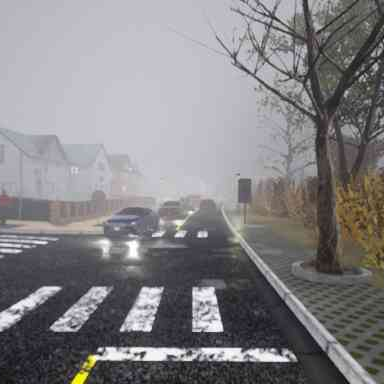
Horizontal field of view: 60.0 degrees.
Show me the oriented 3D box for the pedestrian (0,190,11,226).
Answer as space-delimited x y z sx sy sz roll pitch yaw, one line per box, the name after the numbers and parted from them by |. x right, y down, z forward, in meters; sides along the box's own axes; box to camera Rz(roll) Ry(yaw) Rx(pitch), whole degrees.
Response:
-9.543 0.769 16.887 0.375 1.860 0.375 0 -3 0 | pedestrian

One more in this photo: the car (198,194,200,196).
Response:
0.355 1.396 54.119 2.150 2.045 5.566 0 0 7 | car

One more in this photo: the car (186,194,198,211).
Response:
-0.850 1.446 42.282 2.097 1.767 4.553 0 0 5 | car

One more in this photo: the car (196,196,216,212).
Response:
1.927 1.561 40.447 1.882 1.535 5.008 0 0 5 | car

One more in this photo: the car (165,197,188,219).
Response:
-1.782 1.511 30.178 1.882 1.535 5.008 0 0 4 | car

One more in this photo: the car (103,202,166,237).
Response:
-3.134 1.532 18.436 1.812 1.442 4.674 0 0 13 | car
